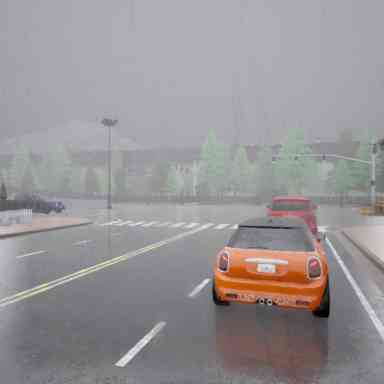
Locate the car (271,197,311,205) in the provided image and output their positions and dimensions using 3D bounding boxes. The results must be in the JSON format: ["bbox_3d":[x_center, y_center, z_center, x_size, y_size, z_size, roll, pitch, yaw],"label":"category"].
[{"bbox_3d":[4.851,1.225,16.201,2.150,2.045,5.566,0,0,18],"label":"car"}]

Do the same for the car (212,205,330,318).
[{"bbox_3d":[1.994,1.352,7.823,2.097,1.767,4.553,0,0,19],"label":"car"}]

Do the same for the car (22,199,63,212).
[{"bbox_3d":[-17.649,1.555,39.297,4.181,1.385,1.994,0,0,16],"label":"car"}]

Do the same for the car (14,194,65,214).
[{"bbox_3d":[-16.272,1.217,35.262,5.566,2.045,2.150,0,0,16],"label":"car"}]
